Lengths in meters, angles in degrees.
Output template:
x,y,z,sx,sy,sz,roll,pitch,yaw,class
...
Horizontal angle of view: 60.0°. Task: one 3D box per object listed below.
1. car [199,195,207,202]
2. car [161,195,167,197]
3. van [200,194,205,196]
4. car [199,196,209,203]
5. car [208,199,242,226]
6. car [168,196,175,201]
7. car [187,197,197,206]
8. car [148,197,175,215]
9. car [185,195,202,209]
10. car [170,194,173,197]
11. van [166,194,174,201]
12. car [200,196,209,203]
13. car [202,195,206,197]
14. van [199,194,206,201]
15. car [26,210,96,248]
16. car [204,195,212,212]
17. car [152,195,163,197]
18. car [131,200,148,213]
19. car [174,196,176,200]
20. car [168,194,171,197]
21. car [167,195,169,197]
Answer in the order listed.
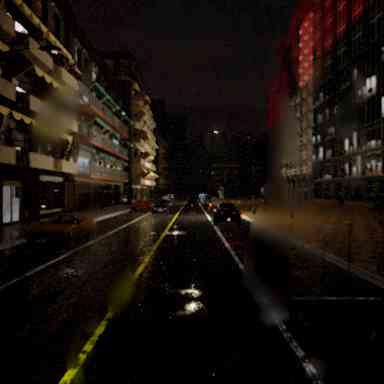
x,y,z,sx,sy,sz,roll,pitch,yaw,class
2.684,1.555,81.465,1.967,1.590,4.097,0,0,0,car
-5.697,1.374,53.832,2.192,1.841,5.009,0,0,0,car
2.684,1.420,64.886,1.690,1.788,3.998,0,0,0,van
2.685,1.668,75.939,1.947,1.339,4.313,0,0,0,car
2.355,1.520,23.669,1.837,1.490,4.892,0,0,0,car
-5.695,1.725,92.518,1.802,1.307,4.206,0,0,0,car
0.003,1.571,58.444,1.837,1.490,4.892,0,0,0,car
-3.094,1.534,34.728,1.837,1.490,4.892,0,0,0,car
0.017,1.571,44.989,1.812,1.442,4.674,0,0,0,car
-5.695,1.530,70.411,1.967,1.590,4.097,0,0,0,car
-5.697,1.470,86.993,1.690,1.788,3.998,0,0,0,van
2.685,1.616,70.581,1.752,1.417,4.829,0,0,0,car
2.685,1.641,53.832,1.802,1.307,4.206,0,0,0,car
2.684,1.470,86.993,1.690,1.788,3.998,0,0,0,van
-5.694,1.534,14.976,1.752,1.417,4.829,0,0,0,car
2.685,1.473,37.252,1.967,1.590,4.097,0,0,0,car
-5.695,1.575,48.136,1.752,1.417,4.829,0,0,0,car
-5.695,1.578,37.252,1.887,1.381,4.507,0,0,0,car
-5.695,1.660,81.465,1.887,1.381,4.507,0,0,0,car
-5.695,1.629,64.886,2.008,1.369,4.403,0,0,0,car
-5.694,1.619,59.359,2.008,1.369,4.403,0,0,0,car
